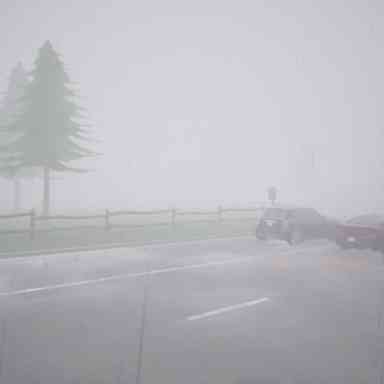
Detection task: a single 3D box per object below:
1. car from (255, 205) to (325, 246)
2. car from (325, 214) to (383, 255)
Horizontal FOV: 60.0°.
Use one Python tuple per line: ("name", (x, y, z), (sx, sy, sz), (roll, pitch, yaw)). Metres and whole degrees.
("car", (5.244, 1.497, 16.171), (4.553, 1.767, 2.097), (1, -1, -35))
("car", (7.957, 1.633, 13.796), (5.008, 1.535, 1.882), (0, 0, -35))
